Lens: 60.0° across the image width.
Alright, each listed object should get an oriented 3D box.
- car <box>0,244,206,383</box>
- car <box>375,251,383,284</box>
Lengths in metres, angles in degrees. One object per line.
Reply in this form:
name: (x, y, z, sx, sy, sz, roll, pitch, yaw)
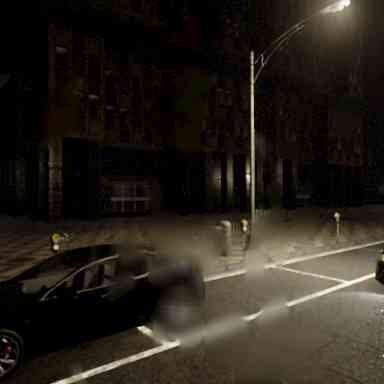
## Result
car: (-1.698, 1.612, 5.474, 4.313, 1.339, 1.947, 0, -1, -38)
car: (6.348, 1.595, 8.337, 4.181, 1.385, 1.994, 0, 0, -39)
